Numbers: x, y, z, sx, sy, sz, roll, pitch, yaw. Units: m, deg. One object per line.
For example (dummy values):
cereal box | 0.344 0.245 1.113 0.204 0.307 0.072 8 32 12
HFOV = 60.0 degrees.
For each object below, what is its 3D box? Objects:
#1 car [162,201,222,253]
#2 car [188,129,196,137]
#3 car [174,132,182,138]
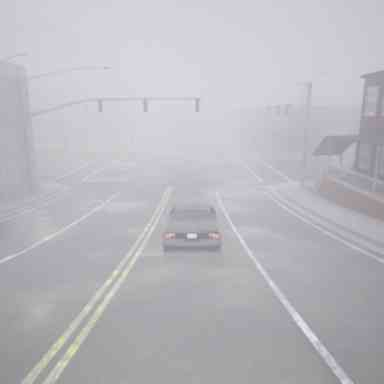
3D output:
car | 0.021 1.033 11.612 2.033 1.411 5.357 0 5 1
car | -0.017 -15.952 89.658 2.097 1.767 4.553 0 13 0
car | -3.516 -14.263 83.126 1.812 1.442 4.674 0 13 0
